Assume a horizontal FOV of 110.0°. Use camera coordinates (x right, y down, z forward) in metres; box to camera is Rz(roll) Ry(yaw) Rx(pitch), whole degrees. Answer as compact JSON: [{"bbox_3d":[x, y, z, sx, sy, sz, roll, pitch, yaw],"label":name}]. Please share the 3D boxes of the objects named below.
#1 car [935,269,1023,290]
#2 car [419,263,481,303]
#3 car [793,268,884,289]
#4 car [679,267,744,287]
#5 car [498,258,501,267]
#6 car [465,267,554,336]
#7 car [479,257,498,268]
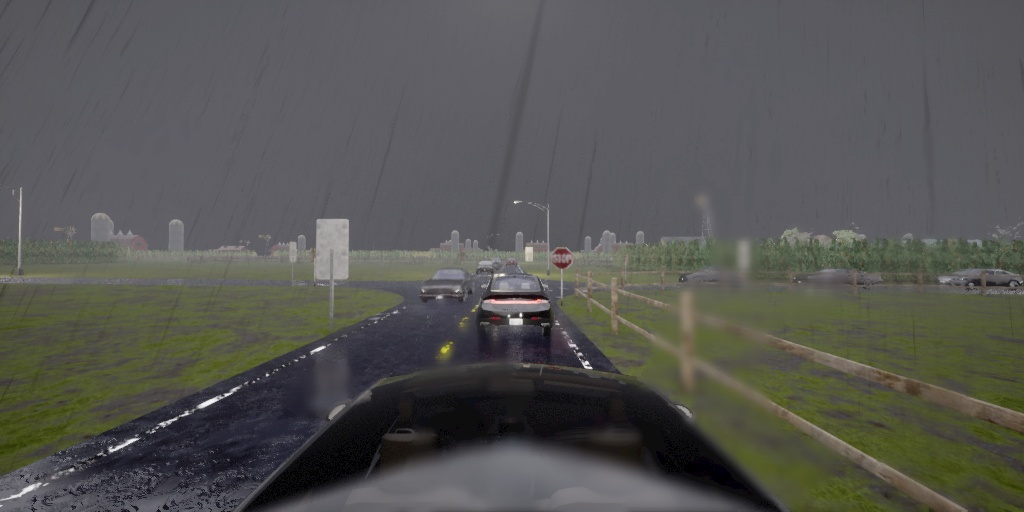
[{"bbox_3d":[33.968,1.676,26.164,4.902,1.511,2.128,1,-1,0],"label":"car"},{"bbox_3d":[-2.877,1.283,17.073,2.033,1.411,5.357,0,1,0],"label":"car"},{"bbox_3d":[23.786,1.609,26.182,5.357,1.411,2.033,1,-1,-1],"label":"car"},{"bbox_3d":[14.517,1.516,26.187,4.181,1.385,1.994,1,-1,0],"label":"car"},{"bbox_3d":[-2.970,1.292,51.157,1.994,1.385,4.181,0,0,0],"label":"car"},{"bbox_3d":[0.081,1.243,10.370,2.128,1.511,4.902,0,0,0],"label":"car"},{"bbox_3d":[-2.950,1.215,40.901,1.882,1.535,5.008,0,0,0],"label":"car"}]
